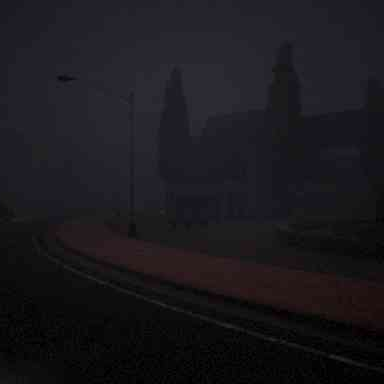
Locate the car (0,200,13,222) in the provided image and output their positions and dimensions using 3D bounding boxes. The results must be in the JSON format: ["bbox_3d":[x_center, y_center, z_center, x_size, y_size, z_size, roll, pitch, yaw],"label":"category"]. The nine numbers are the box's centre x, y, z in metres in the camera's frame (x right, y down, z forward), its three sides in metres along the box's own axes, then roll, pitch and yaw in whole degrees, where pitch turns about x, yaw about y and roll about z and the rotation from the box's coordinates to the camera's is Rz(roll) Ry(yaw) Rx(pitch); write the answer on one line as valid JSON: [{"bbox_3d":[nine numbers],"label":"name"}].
[{"bbox_3d":[-16.632,1.575,27.133,2.150,2.045,5.566,0,-1,-10],"label":"car"}]

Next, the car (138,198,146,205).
[{"bbox_3d":[-9.506,1.929,71.716,2.097,1.767,4.553,-1,-1,33],"label":"car"}]

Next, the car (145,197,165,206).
[{"bbox_3d":[-6.792,2.128,69.459,2.128,1.511,4.902,-1,-1,33],"label":"car"}]
